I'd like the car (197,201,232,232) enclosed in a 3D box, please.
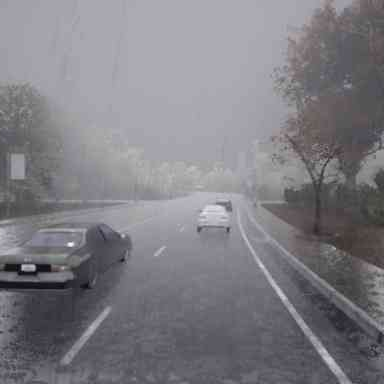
[{"bbox_3d":[1.366,1.510,19.992,1.812,1.442,4.674,0,0,6],"label":"car"}]

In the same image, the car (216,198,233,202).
[{"bbox_3d":[3.489,1.399,37.046,1.882,1.535,5.008,0,0,8],"label":"car"}]

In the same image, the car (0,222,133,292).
[{"bbox_3d":[-3.066,1.531,9.026,2.033,1.411,5.357,0,0,3],"label":"car"}]
